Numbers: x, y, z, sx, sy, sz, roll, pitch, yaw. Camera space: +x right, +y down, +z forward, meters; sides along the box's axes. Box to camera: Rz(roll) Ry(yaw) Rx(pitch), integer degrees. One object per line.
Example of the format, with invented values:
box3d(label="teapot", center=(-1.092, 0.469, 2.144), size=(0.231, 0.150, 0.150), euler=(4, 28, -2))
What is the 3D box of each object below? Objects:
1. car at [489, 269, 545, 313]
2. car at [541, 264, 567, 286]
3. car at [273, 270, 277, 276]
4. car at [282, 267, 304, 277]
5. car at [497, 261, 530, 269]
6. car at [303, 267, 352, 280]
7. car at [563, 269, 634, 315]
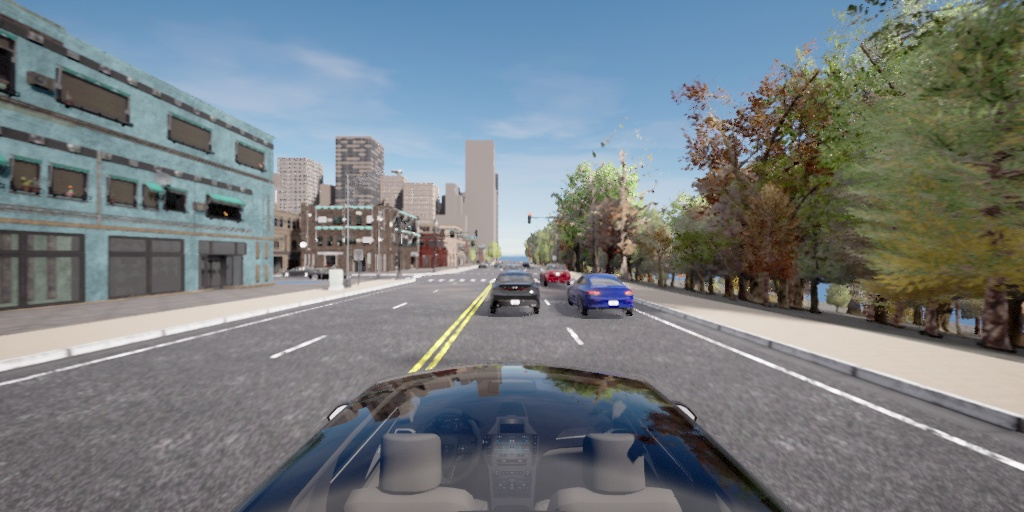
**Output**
box3d(label="car", center=(0.114, 1.401, 14.736), size=(1.837, 1.490, 4.892), euler=(0, -2, 0))
box3d(label="car", center=(3.387, 1.412, 28.627), size=(2.097, 1.767, 4.553), euler=(0, -1, 0))
box3d(label="car", center=(-33.753, 2.182, 47.868), size=(4.207, 1.307, 1.802), euler=(0, 0, 0))
box3d(label="car", center=(-28.217, 2.088, 47.854), size=(4.403, 1.370, 2.007), euler=(0, 0, 0))
box3d(label="car", center=(0.135, 1.408, 28.291), size=(2.097, 1.767, 4.553), euler=(0, 0, 0))
box3d(label="car", center=(-19.896, 1.995, 39.330), size=(4.313, 1.339, 1.948), euler=(0, 0, 0))
box3d(label="car", center=(3.365, 1.419, 14.156), size=(1.812, 1.442, 4.674), euler=(0, -1, 0))
